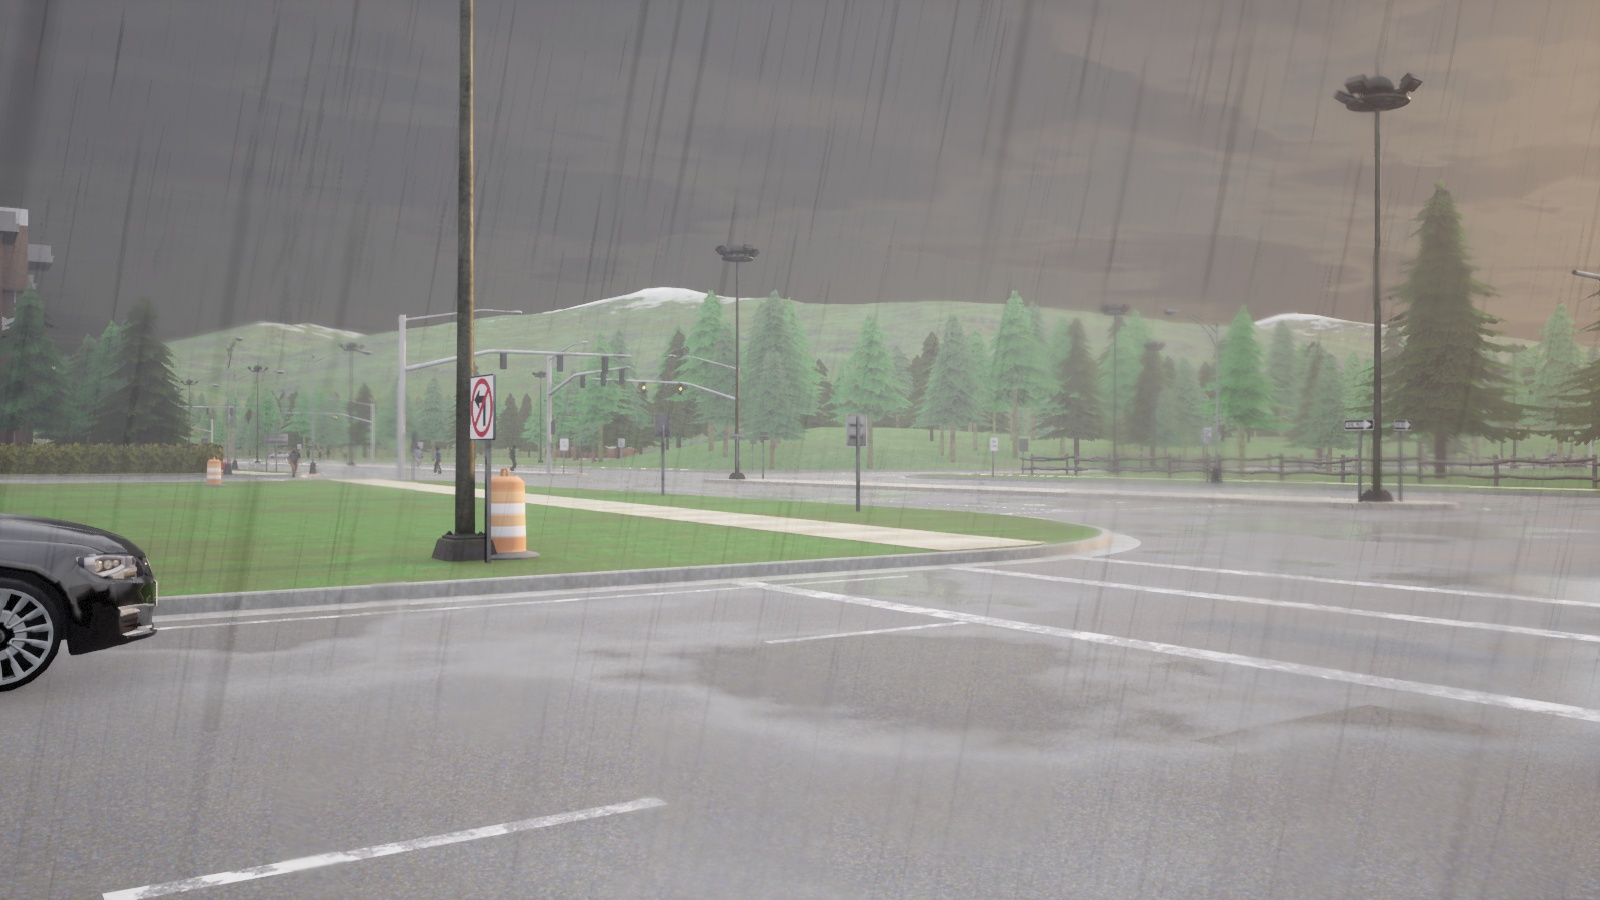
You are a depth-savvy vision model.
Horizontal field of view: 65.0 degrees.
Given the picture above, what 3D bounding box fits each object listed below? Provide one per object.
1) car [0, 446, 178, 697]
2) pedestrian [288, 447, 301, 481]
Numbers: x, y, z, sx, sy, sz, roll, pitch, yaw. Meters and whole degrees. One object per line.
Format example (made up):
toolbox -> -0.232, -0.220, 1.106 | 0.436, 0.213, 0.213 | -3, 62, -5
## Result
car -> -6.631, 0.734, 7.573 | 4.902, 1.511, 2.128 | 0, 0, -35
pedestrian -> -28.153, 0.767, 69.933 | 0.540, 1.848, 0.694 | 0, 0, -32
